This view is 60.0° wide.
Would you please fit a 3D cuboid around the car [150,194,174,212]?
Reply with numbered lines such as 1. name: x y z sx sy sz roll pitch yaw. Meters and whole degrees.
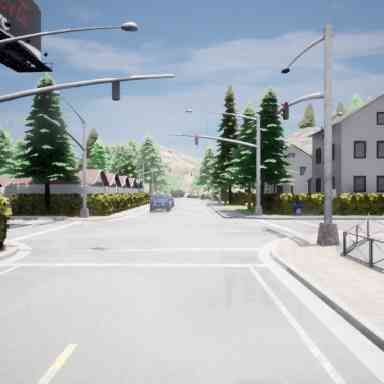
1. car: -3.612 1.221 39.025 2.150 2.045 5.566 0 0 0
